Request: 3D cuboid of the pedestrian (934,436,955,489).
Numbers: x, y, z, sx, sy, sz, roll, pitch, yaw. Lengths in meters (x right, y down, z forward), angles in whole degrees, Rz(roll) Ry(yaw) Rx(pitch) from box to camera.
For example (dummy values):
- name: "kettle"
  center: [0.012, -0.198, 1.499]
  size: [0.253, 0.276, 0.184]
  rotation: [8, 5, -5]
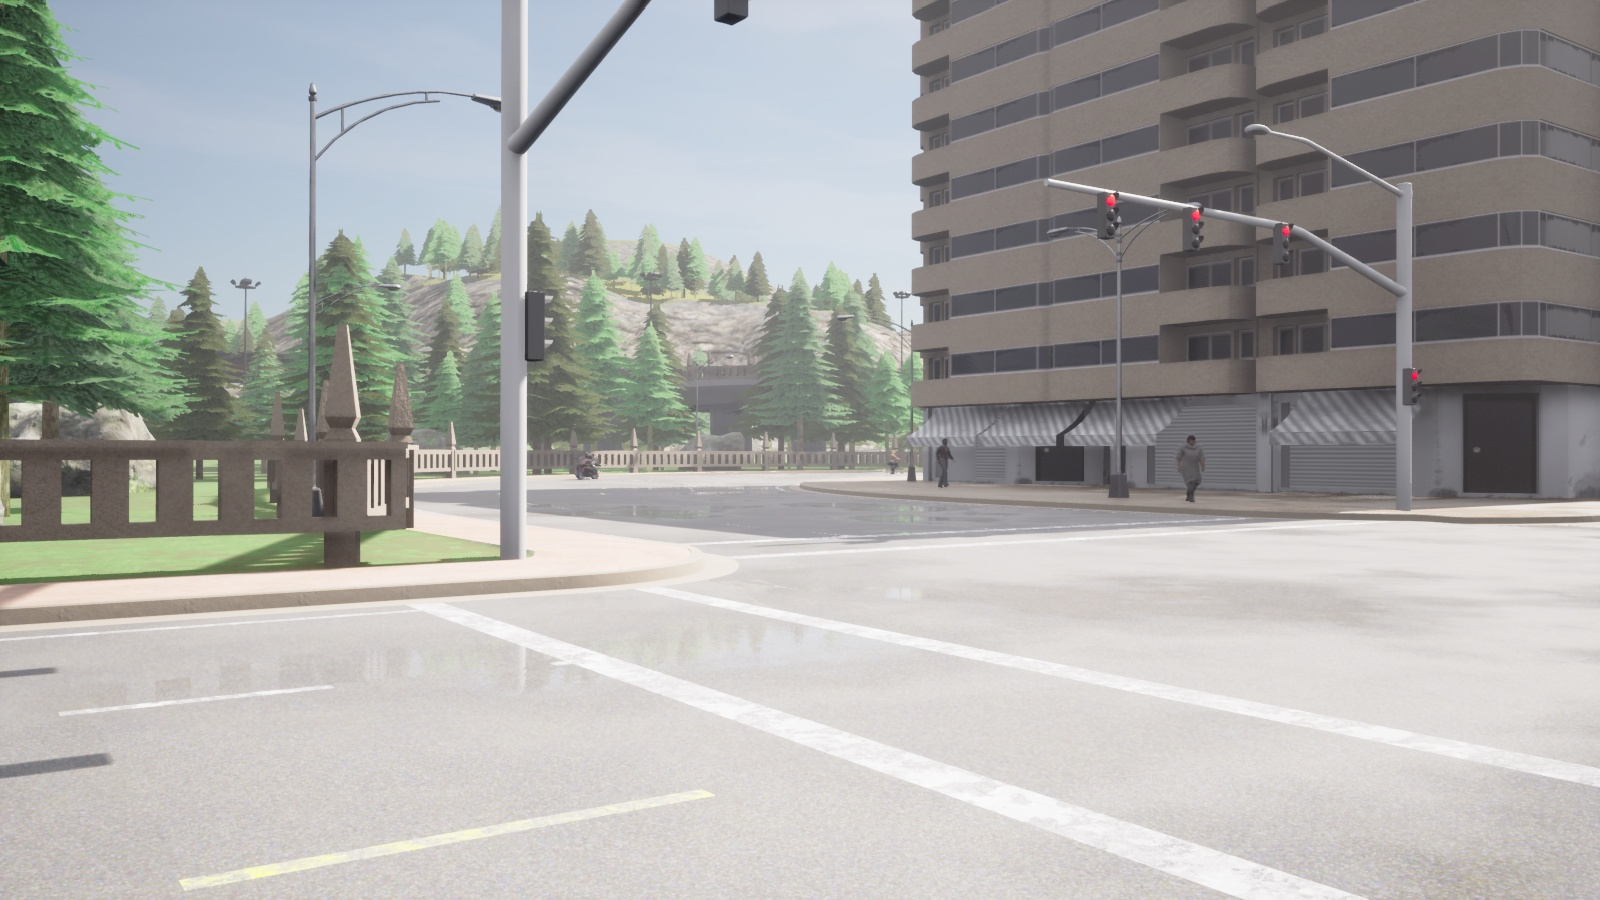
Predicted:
- name: "pedestrian"
  center: [5.306, 0.445, 46.165]
  size: [0.402, 1.930, 0.666]
  rotation: [0, 0, -37]

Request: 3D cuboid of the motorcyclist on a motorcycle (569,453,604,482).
- name: "motorcyclist on a motorcycle"
  center: [-11.192, 0.909, 65.948]
  size: [0.866, 1.530, 2.191]
  rotation: [0, 0, 18]

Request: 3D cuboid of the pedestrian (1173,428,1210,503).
- name: "pedestrian"
  center: [10.298, 0.402, 33.070]
  size: [0.659, 1.952, 0.873]
  rotation: [0, 0, -4]
